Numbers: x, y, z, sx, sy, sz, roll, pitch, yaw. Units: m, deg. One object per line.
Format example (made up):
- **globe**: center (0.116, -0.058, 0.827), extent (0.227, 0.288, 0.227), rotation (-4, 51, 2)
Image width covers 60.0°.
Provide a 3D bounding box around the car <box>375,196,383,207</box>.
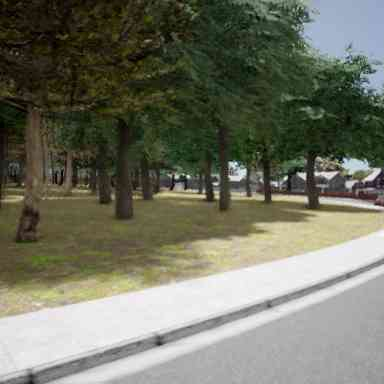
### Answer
- **car**: center (29.756, 1.414, 50.883), extent (2.097, 1.767, 4.553), rotation (0, 1, 12)
